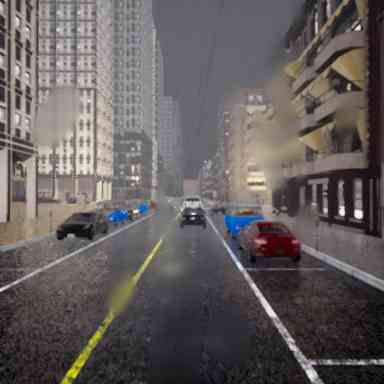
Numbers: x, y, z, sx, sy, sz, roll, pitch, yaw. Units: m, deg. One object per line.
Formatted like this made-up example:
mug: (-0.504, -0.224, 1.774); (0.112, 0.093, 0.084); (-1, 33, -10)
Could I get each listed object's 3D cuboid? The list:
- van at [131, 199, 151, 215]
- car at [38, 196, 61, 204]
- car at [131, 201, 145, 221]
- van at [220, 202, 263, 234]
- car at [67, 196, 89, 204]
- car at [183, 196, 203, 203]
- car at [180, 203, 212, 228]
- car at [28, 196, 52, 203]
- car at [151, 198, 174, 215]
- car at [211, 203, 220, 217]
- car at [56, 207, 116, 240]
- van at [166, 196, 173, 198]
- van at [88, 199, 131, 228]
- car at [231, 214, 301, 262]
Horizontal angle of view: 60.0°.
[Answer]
van: (-5.689, 1.606, 34.765); (1.690, 1.788, 3.998); (0, 0, 0)
car: (-26.704, 1.591, 62.480); (4.206, 1.307, 1.802); (1, -2, 0)
car: (-5.690, 1.772, 29.115); (2.008, 1.369, 4.403); (0, 0, 0)
van: (2.690, 1.475, 17.818); (1.690, 1.788, 3.998); (0, 0, 0)
car: (-21.128, 1.556, 62.495); (4.097, 1.590, 1.967); (1, -2, 0)
car: (0.096, 1.521, 39.459); (2.150, 2.045, 5.566); (0, -1, 1)
car: (0.091, 1.724, 23.483); (2.033, 1.411, 5.357); (0, 0, 1)
car: (-32.358, 1.538, 70.848); (4.206, 1.307, 1.802); (1, -1, 0)
car: (-3.081, 1.785, 38.467); (2.128, 1.511, 4.902); (0, 0, 0)
car: (2.691, 1.815, 34.762); (2.008, 1.369, 4.403); (0, 0, 0)
car: (-5.690, 1.701, 17.817); (1.947, 1.339, 4.313); (0, 0, 0)
van: (-5.686, 2.007, 84.183); (1.690, 1.788, 3.998); (0, 0, 0)
van: (-5.691, 1.519, 23.468); (1.690, 1.788, 3.998); (0, 0, 0)
car: (2.690, 1.673, 12.168); (1.802, 1.307, 4.206); (0, 0, 0)
